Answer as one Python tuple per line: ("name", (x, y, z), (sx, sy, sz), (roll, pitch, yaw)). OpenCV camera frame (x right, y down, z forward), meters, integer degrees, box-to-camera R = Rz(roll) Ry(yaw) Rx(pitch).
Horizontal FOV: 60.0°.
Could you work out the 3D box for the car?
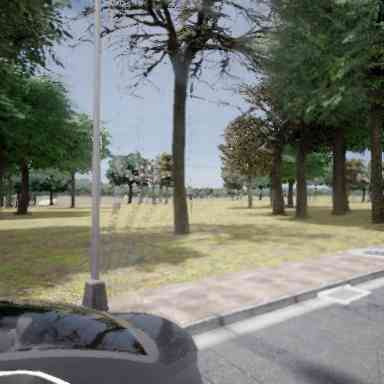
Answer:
("car", (-2.083, 1.511, 1.567), (4.892, 1.490, 1.837), (0, 0, -36))
